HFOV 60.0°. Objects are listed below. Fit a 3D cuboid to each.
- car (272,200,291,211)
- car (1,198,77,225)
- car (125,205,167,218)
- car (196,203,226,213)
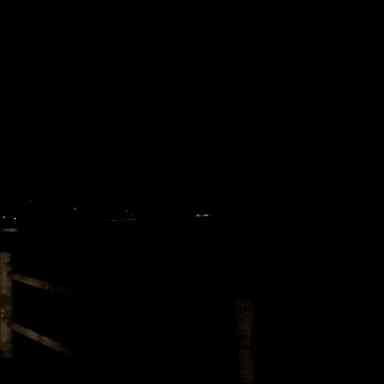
[{"bbox_3d":[15.982,2.339,59.205,2.097,1.767,4.553,-1,-1,38],"label":"car"},{"bbox_3d":[-11.831,1.507,26.195,2.150,2.045,5.566,-1,-1,36],"label":"car"},{"bbox_3d":[-4.921,2.083,35.630,1.895,1.301,4.718,-1,-1,36],"label":"car"},{"bbox_3d":[2.735,2.247,46.056,2.033,1.411,5.357,-1,-1,36],"label":"car"}]
